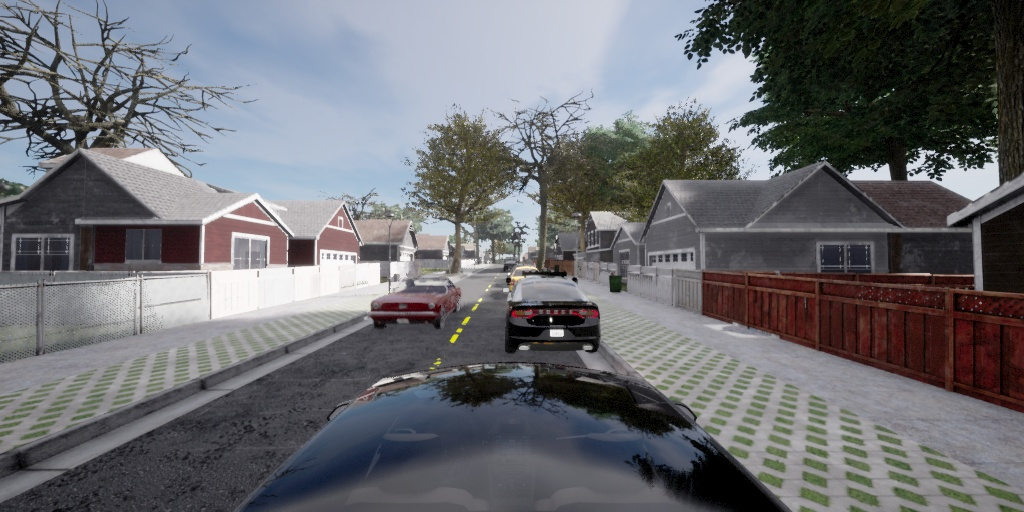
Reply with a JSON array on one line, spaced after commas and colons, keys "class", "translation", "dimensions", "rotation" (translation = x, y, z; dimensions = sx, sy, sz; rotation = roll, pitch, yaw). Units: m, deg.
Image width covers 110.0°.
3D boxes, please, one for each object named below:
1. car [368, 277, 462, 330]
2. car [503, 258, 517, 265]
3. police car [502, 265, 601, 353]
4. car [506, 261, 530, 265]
[{"class": "car", "translation": [-2.799, 1.358, 11.371], "dimensions": [1.895, 1.301, 4.718], "rotation": [0, 0, 0]}, {"class": "car", "translation": [-0.202, 1.345, 49.559], "dimensions": [1.882, 1.535, 5.008], "rotation": [0, 0, 0]}, {"class": "police car", "translation": [0.791, 1.181, 9.011], "dimensions": [1.930, 1.638, 5.238], "rotation": [0, 0, 0]}, {"class": "car", "translation": [0.737, 1.221, 19.098], "dimensions": [1.801, 1.575, 5.366], "rotation": [0, 0, 0]}]
